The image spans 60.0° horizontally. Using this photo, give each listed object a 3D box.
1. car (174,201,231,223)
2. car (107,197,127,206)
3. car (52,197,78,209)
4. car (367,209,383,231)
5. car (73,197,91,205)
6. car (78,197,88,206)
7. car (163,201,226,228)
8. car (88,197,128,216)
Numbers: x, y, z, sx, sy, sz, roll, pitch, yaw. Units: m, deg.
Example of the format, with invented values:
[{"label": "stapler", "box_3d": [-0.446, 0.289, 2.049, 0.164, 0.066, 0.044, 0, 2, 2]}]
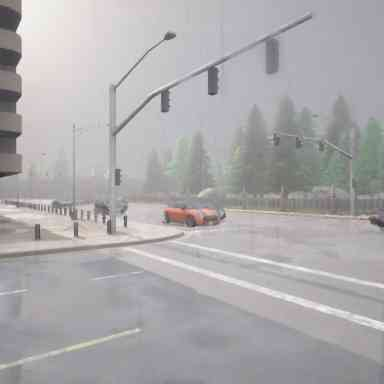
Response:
[{"label": "car", "box_3d": [0.772, 1.547, 27.455, 2.128, 1.511, 4.902, 0, 0, -36]}, {"label": "car", "box_3d": [-13.251, 1.581, 58.581, 1.812, 1.442, 4.674, 0, 0, -36]}, {"label": "car", "box_3d": [-18.745, 1.603, 48.040, 2.033, 1.411, 5.357, 0, 0, -36]}, {"label": "car", "box_3d": [12.476, 1.524, 18.435, 4.902, 1.511, 2.128, 0, 0, 14]}, {"label": "car", "box_3d": [-20.828, 1.656, 62.931, 1.895, 1.301, 4.718, 0, 0, -36]}, {"label": "car", "box_3d": [-19.241, 1.548, 54.675, 2.128, 1.511, 4.902, 0, 0, -36]}, {"label": "car", "box_3d": [-0.114, 1.407, 22.764, 2.097, 1.767, 4.553, 0, 0, -36]}, {"label": "car", "box_3d": [-8.509, 1.545, 34.135, 2.128, 1.511, 4.902, 0, 0, -36]}]
